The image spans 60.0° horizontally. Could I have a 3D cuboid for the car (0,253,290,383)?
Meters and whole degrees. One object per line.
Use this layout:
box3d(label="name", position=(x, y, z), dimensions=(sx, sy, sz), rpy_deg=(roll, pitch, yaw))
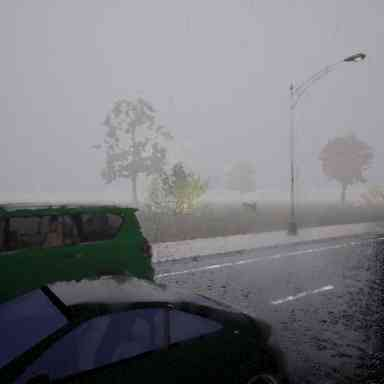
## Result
box3d(label="car", position=(-1.083, 1.565, 2.916), dimensions=(4.181, 1.385, 1.994), rpy_deg=(0, 0, -36))

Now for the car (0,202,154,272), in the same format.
box3d(label="car", position=(-3.275, 1.222, 5.343), dimensions=(5.566, 2.045, 2.150), rpy_deg=(0, 0, -36))
